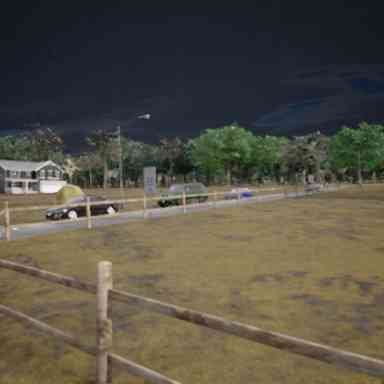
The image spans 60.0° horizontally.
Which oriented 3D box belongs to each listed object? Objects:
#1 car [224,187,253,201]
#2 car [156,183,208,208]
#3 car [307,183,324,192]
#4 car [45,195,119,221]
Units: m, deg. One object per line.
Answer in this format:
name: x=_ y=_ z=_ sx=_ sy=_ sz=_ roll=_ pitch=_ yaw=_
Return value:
car: x=5.473 y=0.173 z=38.664 sx=1.812 sy=1.442 sz=4.674 roll=-2 pitch=1 yaw=36
car: x=-0.783 y=0.286 z=29.932 sx=2.150 sy=2.045 sz=5.566 roll=-2 pitch=1 yaw=36
car: x=20.086 y=-0.722 z=54.121 sx=1.994 sy=1.385 sz=4.181 roll=-2 pitch=1 yaw=36
car: x=-6.927 y=0.975 z=21.306 sx=1.837 sy=1.490 sz=4.892 roll=-2 pitch=1 yaw=36
